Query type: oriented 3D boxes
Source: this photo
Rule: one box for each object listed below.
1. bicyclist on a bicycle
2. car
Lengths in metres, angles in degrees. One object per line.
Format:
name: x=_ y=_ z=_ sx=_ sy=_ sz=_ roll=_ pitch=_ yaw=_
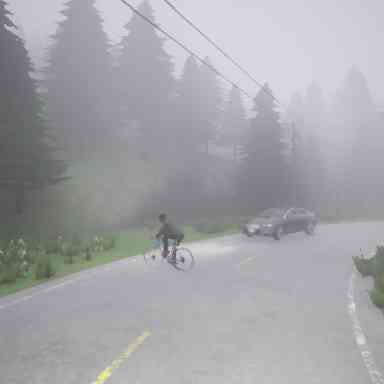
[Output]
bicyclist on a bicycle: x=-0.692 y=1.453 z=9.534 sx=1.656 sy=1.620 sz=0.582 roll=-1 pitch=0 yaw=26
car: x=4.523 y=1.490 z=16.875 sx=4.902 sy=1.511 sz=2.128 roll=0 pitch=0 yaw=-43
